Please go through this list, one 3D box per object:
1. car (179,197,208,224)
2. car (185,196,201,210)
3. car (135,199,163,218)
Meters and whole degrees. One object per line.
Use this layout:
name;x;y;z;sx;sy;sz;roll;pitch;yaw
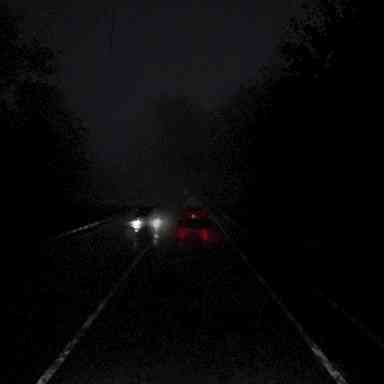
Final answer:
car;0.087;1.352;23.319;1.882;1.535;5.008;0;0;0
car;0.183;1.307;40.551;1.812;1.442;4.674;0;0;3
car;-3.604;1.325;28.220;1.882;1.535;5.008;0;0;0
